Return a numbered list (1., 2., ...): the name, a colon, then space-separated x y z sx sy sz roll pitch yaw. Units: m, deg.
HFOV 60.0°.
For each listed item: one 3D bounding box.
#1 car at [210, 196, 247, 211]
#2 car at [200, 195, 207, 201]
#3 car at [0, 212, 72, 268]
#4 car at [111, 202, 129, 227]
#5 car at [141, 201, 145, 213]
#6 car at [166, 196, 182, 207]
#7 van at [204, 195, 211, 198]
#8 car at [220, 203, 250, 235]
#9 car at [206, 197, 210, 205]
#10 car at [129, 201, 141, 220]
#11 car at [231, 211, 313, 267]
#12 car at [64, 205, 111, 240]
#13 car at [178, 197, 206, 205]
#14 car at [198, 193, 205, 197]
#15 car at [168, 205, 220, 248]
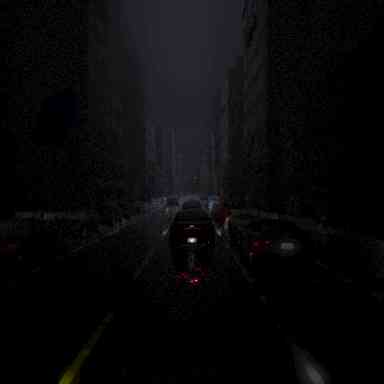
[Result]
1. car: 2.677 1.316 22.635 2.192 1.841 5.009 1 0 0
2. car: 3.060 1.544 88.523 1.887 1.381 4.507 1 0 1
3. car: -5.851 1.581 11.293 1.802 1.307 4.206 1 0 0
4. car: -5.851 1.567 22.639 1.947 1.339 4.313 1 0 0
5. car: -5.850 1.547 33.985 1.887 1.381 4.507 1 0 0
6. car: -3.000 1.659 52.622 1.895 1.301 4.718 0 0 0
7. van: 2.678 1.344 39.655 1.690 1.788 3.998 1 0 0
8. car: 2.675 1.526 17.131 1.752 1.417 4.829 1 0 0
9. car: 2.676 1.528 34.152 1.752 1.417 4.829 1 0 0
10. car: -5.850 1.568 28.312 1.947 1.339 4.313 1 0 0
11. car: 2.675 1.565 11.288 1.947 1.339 4.313 1 0 0
12. car: -5.850 1.551 16.966 2.008 1.369 4.403 1 0 0
13. car: 0.000 1.488 29.651 1.882 1.535 5.008 0 0 0
14. car: 2.989 1.566 82.992 1.947 1.339 4.313 1 0 1
15. car: 0.001 1.517 14.650 1.837 1.490 4.892 0 0 0
